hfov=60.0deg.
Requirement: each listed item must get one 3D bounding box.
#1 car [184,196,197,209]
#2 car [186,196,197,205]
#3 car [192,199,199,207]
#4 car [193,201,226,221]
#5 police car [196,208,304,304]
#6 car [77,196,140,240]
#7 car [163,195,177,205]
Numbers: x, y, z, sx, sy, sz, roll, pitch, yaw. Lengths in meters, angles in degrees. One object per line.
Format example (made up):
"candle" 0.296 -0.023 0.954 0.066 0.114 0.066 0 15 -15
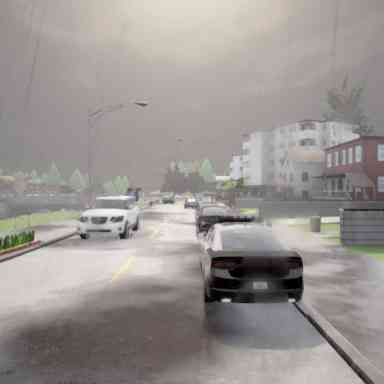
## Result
"car" -0.050 1.562 45.779 1.994 1.385 4.181 0 0 0
"car" -0.097 1.476 59.104 1.882 1.535 5.008 0 0 0
"car" 1.159 1.505 24.264 1.837 1.490 4.892 0 0 0
"car" 1.169 1.477 18.264 1.882 1.535 5.008 0 0 0
"police car" 1.186 1.425 8.374 1.930 1.638 5.238 0 0 0
"car" -4.130 1.221 17.419 2.150 2.045 5.566 0 0 0
"car" -4.172 1.599 59.849 1.895 1.301 4.718 0 0 0
